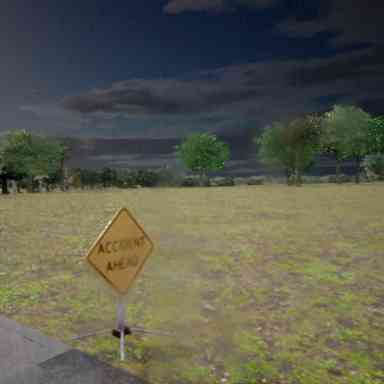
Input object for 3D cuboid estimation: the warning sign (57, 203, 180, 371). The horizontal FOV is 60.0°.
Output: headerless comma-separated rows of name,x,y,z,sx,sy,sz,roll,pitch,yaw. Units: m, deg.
warning sign,-0.980,1.107,4.630,1.060,1.860,1.300,0,0,36
